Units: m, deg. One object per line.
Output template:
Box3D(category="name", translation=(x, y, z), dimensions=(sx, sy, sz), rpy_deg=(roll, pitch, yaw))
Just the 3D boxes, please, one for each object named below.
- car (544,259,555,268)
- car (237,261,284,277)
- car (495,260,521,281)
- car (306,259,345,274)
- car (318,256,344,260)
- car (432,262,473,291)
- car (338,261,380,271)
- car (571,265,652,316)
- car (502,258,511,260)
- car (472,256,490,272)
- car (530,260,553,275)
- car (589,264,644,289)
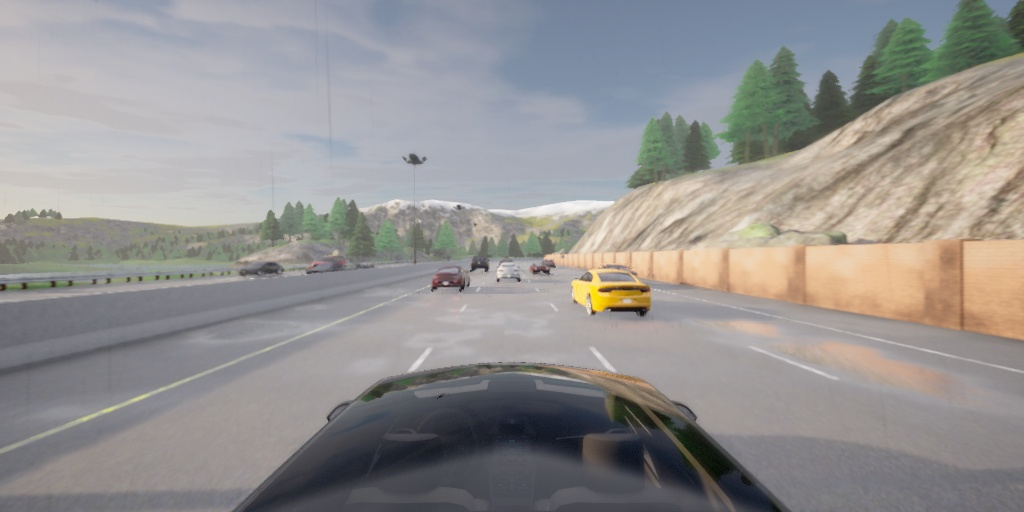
Box3D(category="car", translation=(6.095, 1.258, 60.607), dimensions=(2.128, 1.511, 4.902), rpy_deg=(0, 0, -1))
Box3D(category="car", translation=(-25.105, 1.297, 36.011), dimensions=(1.837, 1.490, 4.892), rpy_deg=(0, 0, -1))
Box3D(category="car", translation=(-0.303, 1.287, 29.777), dimensions=(1.812, 1.442, 4.674), rpy_deg=(0, 0, -1))
Box3D(category="car", translation=(-18.099, 1.331, 35.555), dimensions=(2.033, 1.411, 5.357), rpy_deg=(0, 0, -1))
Box3D(category="car", translation=(-21.720, 1.009, 42.573), dimensions=(2.150, 2.045, 5.566), rpy_deg=(0, 0, -1))
Box3D(category="car", translation=(-3.628, 1.288, 21.638), dimensions=(1.812, 1.442, 4.674), rpy_deg=(0, 0, -1))
Box3D(category="car", translation=(-14.592, 1.380, 34.872), dimensions=(1.895, 1.301, 4.718), rpy_deg=(0, 0, -1))
Box3D(category="car", translation=(3.498, 1.229, 13.462), dimensions=(1.882, 1.535, 5.008), rpy_deg=(0, 0, -1))
Box3D(category="car", translation=(-0.750, 1.123, 52.413), dimensions=(2.097, 1.767, 4.553), rpy_deg=(0, 0, -1))
Box3D(category="car", translation=(-4.177, 0.994, 47.597), dimensions=(2.150, 2.045, 5.566), rpy_deg=(0, 0, -1))
Box3D(category="car", translation=(3.008, 1.363, 39.473), dimensions=(1.895, 1.301, 4.718), rpy_deg=(0, 0, -1))
Box3D(category="car", translation=(6.869, 1.299, 24.354), dimensions=(2.033, 1.411, 5.357), rpy_deg=(0, 0, -2))
